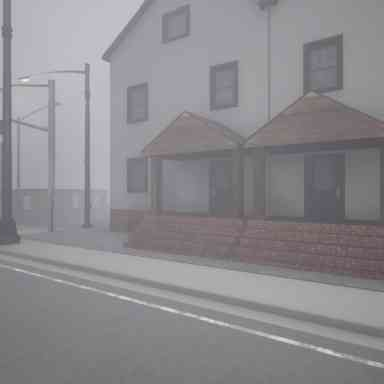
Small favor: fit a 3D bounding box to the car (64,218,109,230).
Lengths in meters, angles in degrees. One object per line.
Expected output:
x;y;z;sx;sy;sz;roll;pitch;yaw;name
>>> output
-10.455;3.414;33.535;1.837;1.490;4.892;0;-8;35;car
